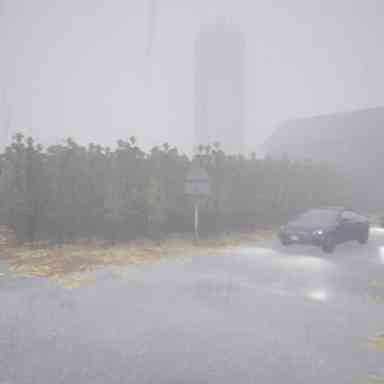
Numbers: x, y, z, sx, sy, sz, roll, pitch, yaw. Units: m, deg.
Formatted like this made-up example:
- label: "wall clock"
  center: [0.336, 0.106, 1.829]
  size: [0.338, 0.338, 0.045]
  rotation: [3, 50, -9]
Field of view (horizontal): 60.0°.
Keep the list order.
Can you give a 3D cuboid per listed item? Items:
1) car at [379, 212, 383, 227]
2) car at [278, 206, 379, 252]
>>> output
- label: "car"
  center: [12.589, 1.371, 19.422]
  size: [4.181, 1.385, 1.994]
  rotation: [0, 1, -42]
- label: "car"
  center: [5.233, 1.296, 12.844]
  size: [4.674, 1.442, 1.812]
  rotation: [0, 1, -42]
